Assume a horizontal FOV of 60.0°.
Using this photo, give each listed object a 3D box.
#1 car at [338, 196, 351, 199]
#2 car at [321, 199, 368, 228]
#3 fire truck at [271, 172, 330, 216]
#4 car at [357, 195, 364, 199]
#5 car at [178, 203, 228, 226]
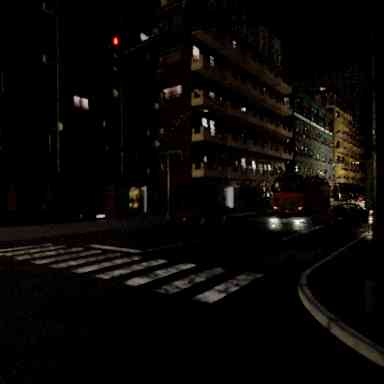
[{"bbox_3d":[26.492,1.314,57.741,1.947,1.339,4.313,-1,0,36],"label":"car"},{"bbox_3d":[9.778,1.361,20.669,1.887,1.381,4.507,-1,0,36],"label":"car"},{"bbox_3d":[10.533,0.185,31.528,2.891,3.827,8.468,-1,0,36],"label":"fire truck"},{"bbox_3d":[36.587,1.260,71.479,1.802,1.307,4.206,-1,0,36],"label":"car"},{"bbox_3d":[0.854,1.482,23.068,1.887,1.381,4.507,-1,0,36],"label":"car"}]
